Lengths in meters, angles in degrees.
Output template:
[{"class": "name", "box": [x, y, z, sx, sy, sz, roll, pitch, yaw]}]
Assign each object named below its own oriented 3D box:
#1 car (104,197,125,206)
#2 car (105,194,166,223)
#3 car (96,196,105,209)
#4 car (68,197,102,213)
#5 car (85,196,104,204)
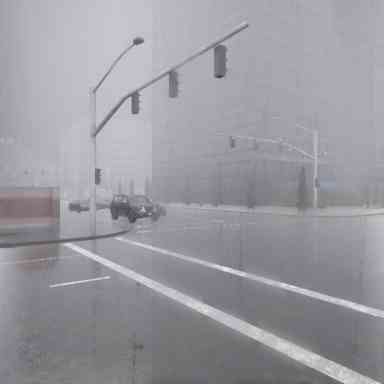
[{"class": "car", "box": [-13.119, 1.526, 56.451, 1.812, 1.442, 4.674, 0, 0, -36]}, {"class": "car", "box": [-4.598, 1.221, 26.152, 2.150, 2.045, 5.566, 0, 0, -35]}, {"class": "car", "box": [-11.430, 1.478, 41.731, 1.882, 1.535, 5.008, 0, 0, -36]}, {"class": "car", "box": [-12.105, 1.547, 36.657, 2.033, 1.411, 5.357, 0, 0, -36]}, {"class": "car", "box": [-19.086, 1.492, 64.785, 2.128, 1.511, 4.902, 0, 0, -36]}]
